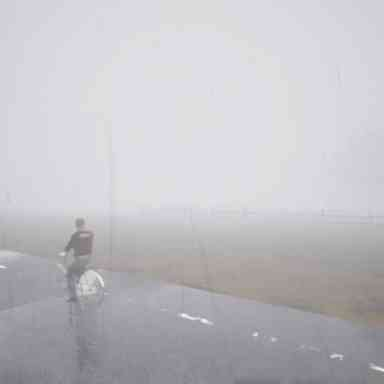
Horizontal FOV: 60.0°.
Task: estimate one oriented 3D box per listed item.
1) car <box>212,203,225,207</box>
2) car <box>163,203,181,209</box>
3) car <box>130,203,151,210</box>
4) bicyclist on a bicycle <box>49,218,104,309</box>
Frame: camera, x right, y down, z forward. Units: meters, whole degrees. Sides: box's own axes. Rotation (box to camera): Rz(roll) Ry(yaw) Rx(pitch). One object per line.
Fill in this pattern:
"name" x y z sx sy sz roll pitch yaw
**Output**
"car" 6.969 3.581 87.058 1.994 1.385 4.181 -2 -3 36
"car" -4.408 3.044 71.322 1.837 1.490 4.892 -2 -3 36
"car" -10.525 2.955 67.555 1.837 1.490 4.892 -2 -3 36
"bicyclist on a bicycle" -2.414 1.399 6.788 1.843 1.776 0.659 0 0 36
